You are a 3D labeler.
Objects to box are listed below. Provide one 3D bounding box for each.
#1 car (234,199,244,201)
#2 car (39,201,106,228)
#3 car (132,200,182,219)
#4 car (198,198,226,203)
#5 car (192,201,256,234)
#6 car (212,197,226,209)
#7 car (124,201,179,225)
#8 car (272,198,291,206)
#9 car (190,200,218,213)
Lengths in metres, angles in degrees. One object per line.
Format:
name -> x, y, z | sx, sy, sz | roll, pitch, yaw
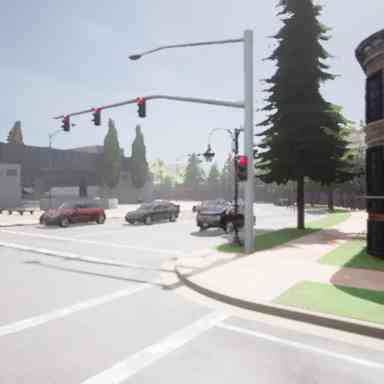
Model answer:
car -> 6.052, 1.633, 42.514 | 1.812, 1.442, 4.674 | 0, 0, 15
car -> -8.366, 1.464, 23.509 | 2.097, 1.767, 4.553 | 0, 0, 35
car -> -3.156, 1.590, 31.118 | 1.882, 1.535, 5.008 | 0, 0, 33
car -> 2.114, 1.572, 33.075 | 1.882, 1.535, 5.008 | 0, 0, 28
car -> 2.136, 1.544, 19.890 | 2.128, 1.511, 4.902 | 0, 0, 36
car -> 4.090, 1.617, 50.031 | 1.882, 1.535, 5.008 | 0, 0, 6
car -> -2.979, 1.597, 25.123 | 1.837, 1.490, 4.892 | 0, 0, 34
car -> 15.003, 1.656, 55.961 | 2.033, 1.411, 5.357 | 0, 0, -2
car -> 1.542, 1.720, 39.852 | 1.895, 1.301, 4.718 | 0, 0, 21
